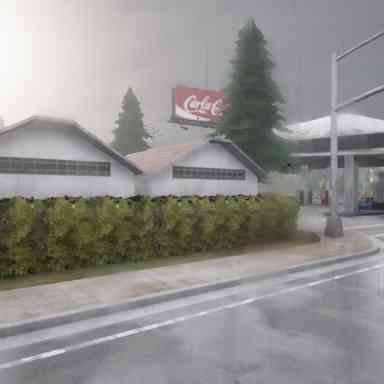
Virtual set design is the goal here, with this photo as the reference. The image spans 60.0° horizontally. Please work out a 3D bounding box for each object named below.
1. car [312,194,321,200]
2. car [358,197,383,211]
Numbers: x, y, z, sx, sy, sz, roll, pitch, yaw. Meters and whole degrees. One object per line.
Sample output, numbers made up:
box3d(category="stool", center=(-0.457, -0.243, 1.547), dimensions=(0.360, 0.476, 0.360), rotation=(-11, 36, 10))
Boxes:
box3d(category="car", center=(32.821, 1.304, 89.486), dimensions=(2.152, 1.636, 5.027), rotation=(0, 0, -36))
box3d(category="car", center=(21.761, 1.466, 39.991), dimensions=(4.611, 1.667, 2.242), rotation=(0, 0, -36))
